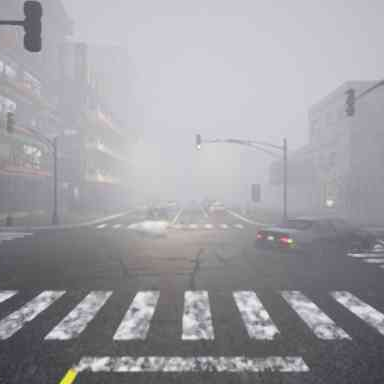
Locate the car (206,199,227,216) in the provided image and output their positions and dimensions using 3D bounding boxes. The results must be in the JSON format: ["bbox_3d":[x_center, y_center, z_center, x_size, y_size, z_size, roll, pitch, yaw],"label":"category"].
[{"bbox_3d":[2.690,1.747,34.902,1.752,1.417,4.829,0,0,0],"label":"car"}]

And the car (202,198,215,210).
[{"bbox_3d":[2.688,1.877,45.809,1.802,1.307,4.206,0,0,0],"label":"car"}]

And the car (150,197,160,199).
[{"bbox_3d":[-5.692,1.648,51.348,2.192,1.841,5.009,0,0,0],"label":"car"}]

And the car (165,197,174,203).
[{"bbox_3d":[-5.697,2.022,84.582,1.967,1.590,4.097,0,0,0],"label":"car"}]

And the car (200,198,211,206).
[{"bbox_3d":[2.685,2.005,67.966,2.008,1.369,4.403,0,0,0],"label":"car"}]

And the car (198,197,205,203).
[{"bbox_3d":[2.682,2.154,90.292,1.752,1.417,4.829,0,0,0],"label":"car"}]

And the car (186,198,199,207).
[{"bbox_3d":[-0.006,1.932,61.532,1.812,1.442,4.674,0,0,0],"label":"car"}]

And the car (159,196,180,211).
[{"bbox_3d":[-3.086,1.769,45.345,1.882,1.535,5.008,0,0,0],"label":"car"}]

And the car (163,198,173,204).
[{"bbox_3d":[-5.697,2.083,79.043,1.887,1.381,4.507,0,0,0],"label":"car"}]

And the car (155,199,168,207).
[{"bbox_3d":[-5.695,1.963,62.425,2.008,1.369,4.403,0,0,0],"label":"car"}]

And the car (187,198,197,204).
[{"bbox_3d":[-0.007,1.923,71.540,1.994,1.385,4.181,0,0,0],"label":"car"}]

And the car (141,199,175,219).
[{"bbox_3d":[-3.096,1.688,31.290,2.128,1.511,4.902,0,0,0],"label":"car"}]

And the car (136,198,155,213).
[{"bbox_3d":[-5.692,1.781,40.099,1.752,1.417,4.829,0,0,0],"label":"car"}]

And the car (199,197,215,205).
[{"bbox_3d":[2.688,1.649,51.350,2.192,1.841,5.009,0,0,0],"label":"car"}]

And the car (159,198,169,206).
[{"bbox_3d":[-5.695,1.978,67.794,1.752,1.417,4.829,0,0,0],"label":"car"}]

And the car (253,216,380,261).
[{"bbox_3d":[4.818,1.633,12.596,5.357,1.411,2.033,1,-1,-32],"label":"car"}]
